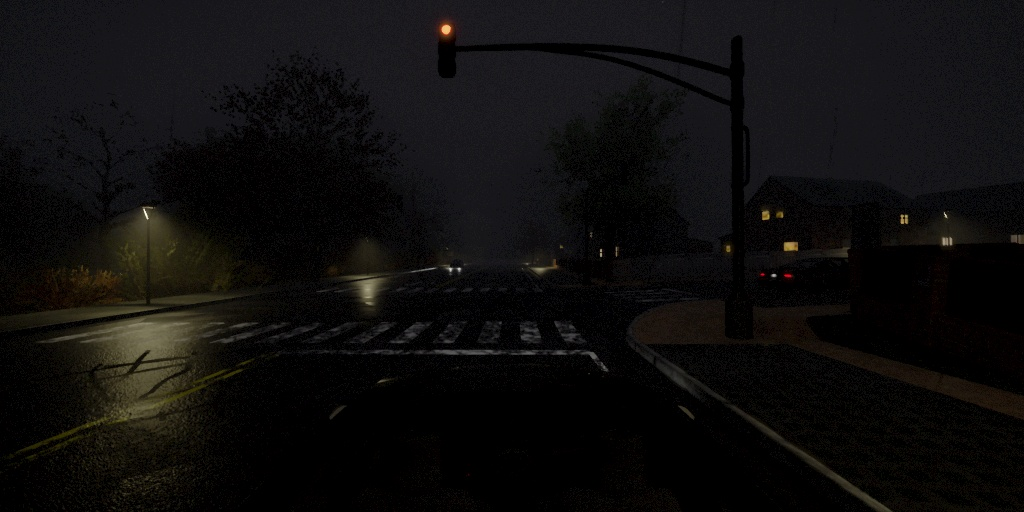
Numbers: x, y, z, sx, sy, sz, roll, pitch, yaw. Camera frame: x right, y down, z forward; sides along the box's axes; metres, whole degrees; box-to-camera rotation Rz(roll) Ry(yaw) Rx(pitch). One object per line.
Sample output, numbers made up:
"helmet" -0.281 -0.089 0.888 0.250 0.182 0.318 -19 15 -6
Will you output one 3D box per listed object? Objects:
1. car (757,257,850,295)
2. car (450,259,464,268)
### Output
"car" 12.835 0.747 14.387 5.357 1.411 2.033 -2 -1 -6
"car" -9.698 1.310 63.260 1.837 1.490 4.892 0 0 0
